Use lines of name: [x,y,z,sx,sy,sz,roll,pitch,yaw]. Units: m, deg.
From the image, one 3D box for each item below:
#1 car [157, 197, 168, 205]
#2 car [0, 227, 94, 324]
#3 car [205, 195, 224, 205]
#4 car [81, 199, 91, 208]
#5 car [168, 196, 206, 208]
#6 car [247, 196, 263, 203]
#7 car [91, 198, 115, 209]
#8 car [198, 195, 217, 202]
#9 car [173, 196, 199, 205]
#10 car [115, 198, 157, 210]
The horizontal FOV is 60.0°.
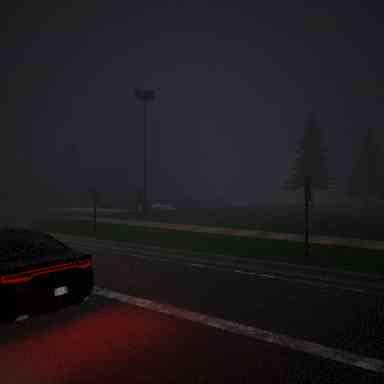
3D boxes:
car: [-4.909,1.563,59.772,1.994,1.385,4.181,0,0,35]
car: [-4.162,1.478,6.935,5.008,1.535,1.882,0,0,36]
car: [4.168,1.525,60.499,1.812,1.442,4.674,0,0,35]
car: [-13.600,1.526,47.402,1.812,1.442,4.674,0,0,35]
car: [-0.665,1.547,47.564,2.033,1.411,5.357,0,0,35]
car: [12.504,1.564,66.196,1.994,1.385,4.181,0,0,35]
car: [-10.681,1.547,45.472,2.033,1.411,5.357,0,0,35]
car: [3.401,1.356,71.484,1.895,1.301,4.718,0,0,35]
car: [-1.012,1.491,59.234,2.128,1.511,4.902,0,0,35]
car: [-7.350,1.478,44.125,1.882,1.535,5.008,0,0,35]
